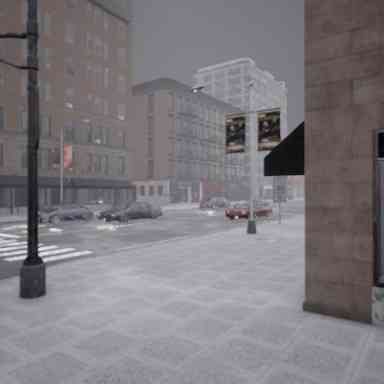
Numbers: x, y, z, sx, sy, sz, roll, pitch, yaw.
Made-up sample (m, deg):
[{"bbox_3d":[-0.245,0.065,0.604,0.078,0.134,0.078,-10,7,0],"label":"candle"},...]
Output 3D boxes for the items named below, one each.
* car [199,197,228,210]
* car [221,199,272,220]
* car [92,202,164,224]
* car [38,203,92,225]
[{"bbox_3d":[2.733,1.359,40.279,1.837,1.490,4.892,0,0,35],"label":"car"},{"bbox_3d":[4.472,1.486,25.556,1.895,1.301,4.718,0,0,36],"label":"car"},{"bbox_3d":[-4.379,1.468,24.634,2.033,1.411,5.357,0,0,35],"label":"car"},{"bbox_3d":[-9.106,1.504,23.585,1.994,1.385,4.181,0,0,35],"label":"car"}]
